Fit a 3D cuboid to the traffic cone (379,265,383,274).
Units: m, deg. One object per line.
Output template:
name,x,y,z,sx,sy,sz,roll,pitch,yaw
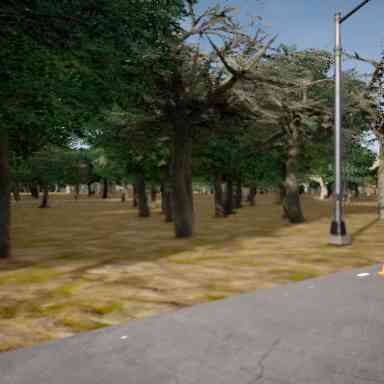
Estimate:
traffic cone,5.367,1.954,9.134,0.340,0.580,0.340,0,0,-32
